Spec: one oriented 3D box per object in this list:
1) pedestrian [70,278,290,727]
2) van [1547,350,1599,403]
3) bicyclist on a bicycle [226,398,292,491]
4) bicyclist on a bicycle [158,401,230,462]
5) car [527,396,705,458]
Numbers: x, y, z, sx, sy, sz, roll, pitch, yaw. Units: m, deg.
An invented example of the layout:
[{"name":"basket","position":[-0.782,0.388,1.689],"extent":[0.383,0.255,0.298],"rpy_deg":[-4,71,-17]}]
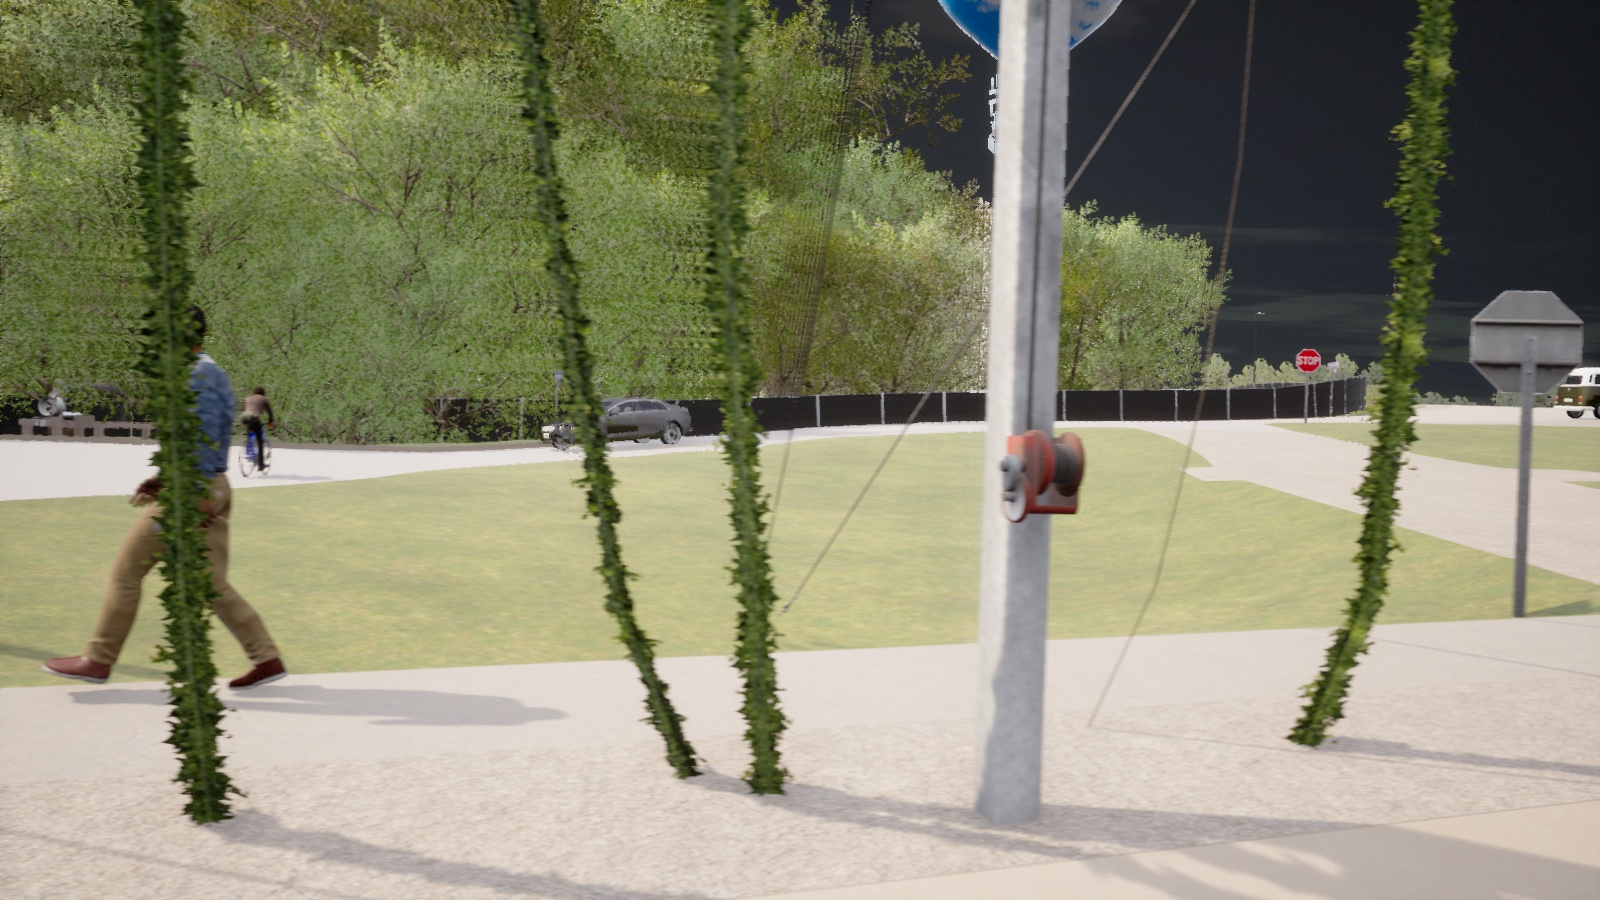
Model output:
[{"name":"pedestrian","position":[-2.802,0.233,5.722],"extent":[0.788,1.949,0.423],"rpy_deg":[1,0,-8]},{"name":"van","position":[32.305,-2.936,49.541],"extent":[4.480,2.038,2.069],"rpy_deg":[-2,3,-6]},{"name":"bicyclist on a bicycle","position":[-9.748,-0.110,22.697],"extent":[0.582,1.620,1.656],"rpy_deg":[-1,1,-5]},{"name":"bicyclist on a bicycle","position":[-16.152,-0.486,33.470],"extent":[1.656,1.620,0.582],"rpy_deg":[0,0,6]},{"name":"car","position":[-5.529,-0.746,38.200],"extent":[4.902,1.511,2.128],"rpy_deg":[-6,5,-41]}]
